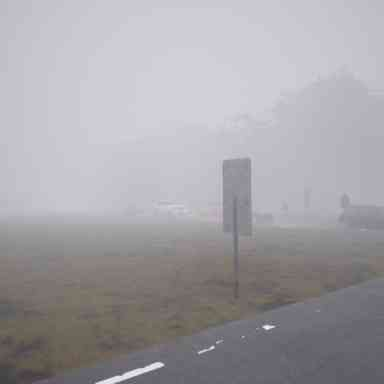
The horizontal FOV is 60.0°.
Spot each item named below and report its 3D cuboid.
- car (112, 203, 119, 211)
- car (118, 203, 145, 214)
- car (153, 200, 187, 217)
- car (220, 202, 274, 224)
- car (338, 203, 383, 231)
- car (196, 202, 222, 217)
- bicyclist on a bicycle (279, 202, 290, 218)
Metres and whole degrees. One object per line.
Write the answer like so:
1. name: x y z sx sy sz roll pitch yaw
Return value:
1. car: -12.909 2.760 60.460 1.882 1.535 5.008 -1 -1 -35
2. car: -8.786 2.535 49.616 1.837 1.490 4.892 -1 -1 -35
3. car: -2.819 1.996 41.102 2.150 2.045 5.566 -1 -1 -35
4. car: 5.087 1.921 29.916 1.882 1.535 5.008 -1 0 -35
5. car: 11.413 1.544 20.385 2.097 1.767 4.553 -1 -1 -30
6. car: 2.448 1.964 38.749 2.097 1.767 4.553 -1 -1 -35
7. bicyclist on a bicycle: 9.482 1.857 34.042 1.656 1.620 0.582 0 -1 -35
